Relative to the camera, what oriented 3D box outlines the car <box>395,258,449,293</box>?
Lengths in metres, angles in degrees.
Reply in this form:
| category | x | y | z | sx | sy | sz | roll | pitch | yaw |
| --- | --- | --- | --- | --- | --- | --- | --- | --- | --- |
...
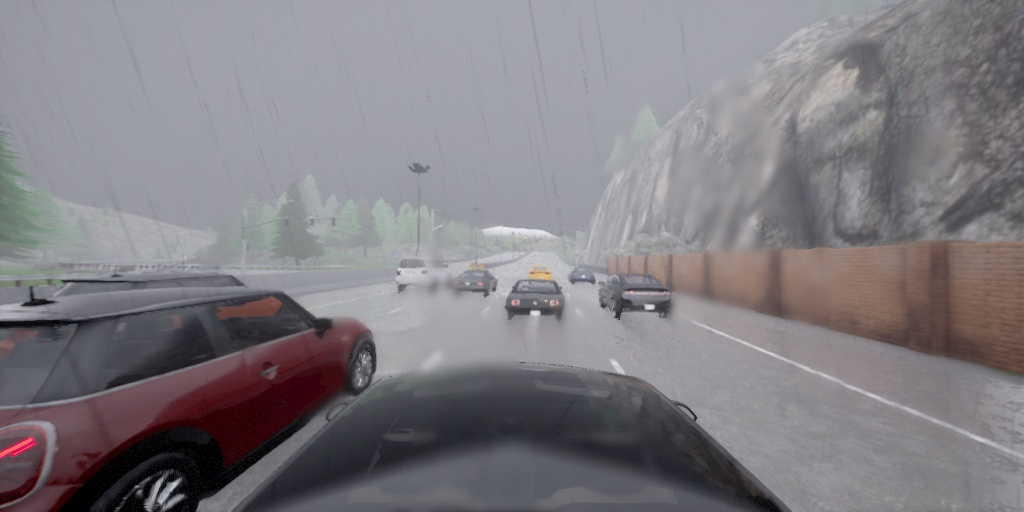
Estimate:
| category | x | y | z | sx | sy | sz | roll | pitch | yaw |
| --- | --- | --- | --- | --- | --- | --- | --- | --- | --- |
| car | -5.333 | 1.141 | 22.395 | 2.150 | 2.045 | 5.566 | 0 | -1 | 5 |

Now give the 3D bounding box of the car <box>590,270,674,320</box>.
| category | x | y | z | sx | sy | sz | roll | pitch | yaw |
| --- | --- | --- | --- | --- | --- | --- | --- | --- | --- |
| car | 4.446 | 1.398 | 13.482 | 2.128 | 1.511 | 4.902 | 0 | -1 | 5 |

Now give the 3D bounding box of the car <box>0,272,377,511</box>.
| category | x | y | z | sx | sy | sz | roll | pitch | yaw |
| --- | --- | --- | --- | --- | --- | --- | --- | --- | --- |
| car | -3.182 | 1.097 | 3.798 | 2.097 | 1.767 | 4.553 | 0 | -1 | 1 |

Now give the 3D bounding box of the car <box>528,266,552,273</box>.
| category | x | y | z | sx | sy | sz | roll | pitch | yaw |
| --- | --- | --- | --- | --- | --- | --- | --- | --- | --- |
| car | 2.373 | 1.540 | 30.189 | 1.882 | 1.535 | 5.008 | 0 | -1 | 5 |

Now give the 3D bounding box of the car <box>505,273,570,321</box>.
| category | x | y | z | sx | sy | sz | roll | pitch | yaw |
| --- | --- | --- | --- | --- | --- | --- | --- | --- | --- |
| car | 0.893 | 1.475 | 13.091 | 1.895 | 1.301 | 4.718 | 0 | -1 | 5 |

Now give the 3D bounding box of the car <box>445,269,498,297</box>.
| category | x | y | z | sx | sy | sz | roll | pitch | yaw |
| --- | --- | --- | --- | --- | --- | --- | --- | --- | --- |
| car | -1.981 | 1.476 | 20.584 | 2.033 | 1.411 | 5.357 | 0 | -1 | 5 |

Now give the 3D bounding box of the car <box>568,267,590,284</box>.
| category | x | y | z | sx | sy | sz | roll | pitch | yaw |
| --- | --- | --- | --- | --- | --- | --- | --- | --- | --- |
| car | 5.973 | 1.665 | 31.131 | 1.994 | 1.385 | 4.181 | 0 | -1 | 5 |
